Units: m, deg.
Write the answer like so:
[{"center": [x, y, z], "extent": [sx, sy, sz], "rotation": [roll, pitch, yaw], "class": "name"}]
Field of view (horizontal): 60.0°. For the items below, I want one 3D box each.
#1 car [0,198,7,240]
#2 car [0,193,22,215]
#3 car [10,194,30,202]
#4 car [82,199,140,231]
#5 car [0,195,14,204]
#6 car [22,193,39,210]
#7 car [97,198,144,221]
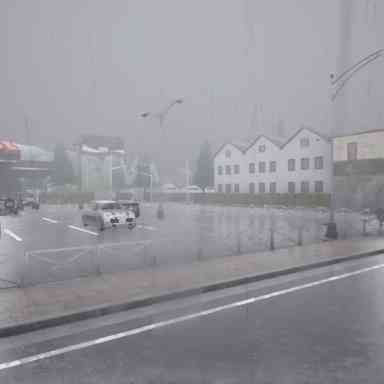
[{"center": [-9.665, 1.169, 14.375], "extent": [2.152, 1.636, 5.027], "rotation": [0, 0, -36], "class": "car"}, {"center": [-17.207, 1.113, 30.348], "extent": [1.932, 1.855, 4.605], "rotation": [0, 0, -36], "class": "car"}, {"center": [-38.162, 1.328, 73.786], "extent": [3.866, 1.878, 1.905], "rotation": [0, 0, -36], "class": "car"}, {"center": [-4.629, 1.248, 18.365], "extent": [1.970, 1.475, 3.806], "rotation": [0, 0, -36], "class": "car"}, {"center": [-38.404, 1.495, 66.658], "extent": [4.611, 1.667, 2.242], "rotation": [0, 0, -36], "class": "car"}, {"center": [-19.101, 1.092, 38.662], "extent": [1.905, 1.878, 3.866], "rotation": [0, 0, -36], "class": "car"}, {"center": [-5.742, 1.313, 26.231], "extent": [2.007, 1.523, 4.514], "rotation": [0, 0, -36], "class": "car"}]
